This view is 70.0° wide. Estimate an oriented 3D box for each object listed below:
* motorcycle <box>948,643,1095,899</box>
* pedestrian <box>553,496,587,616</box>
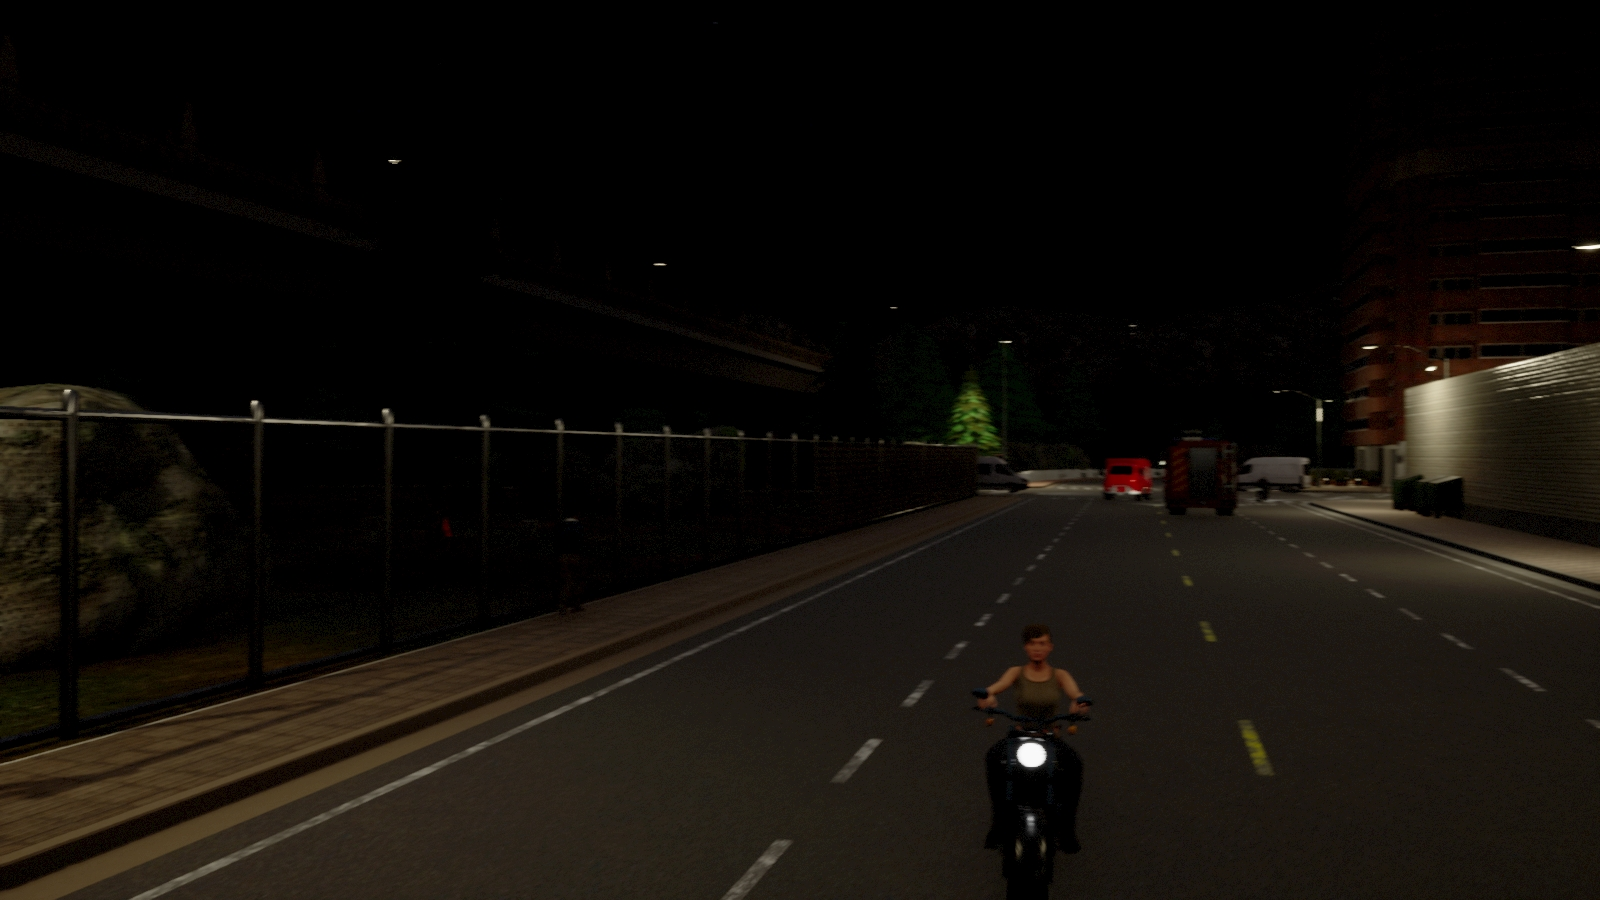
[{"bbox_3d":[1.507,2.119,7.432,0.764,1.307,2.356,1,0,15],"label":"motorcycle"},{"bbox_3d":[-3.644,1.662,18.099,0.375,1.860,0.375,0,0,20],"label":"pedestrian"}]
